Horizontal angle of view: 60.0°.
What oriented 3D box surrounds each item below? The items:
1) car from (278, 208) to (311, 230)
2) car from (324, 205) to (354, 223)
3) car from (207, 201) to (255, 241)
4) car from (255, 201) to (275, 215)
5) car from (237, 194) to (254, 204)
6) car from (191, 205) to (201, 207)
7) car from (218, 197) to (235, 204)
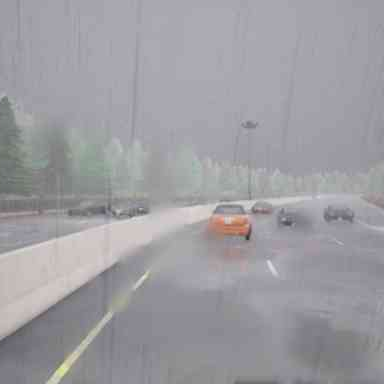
[{"bbox_3d":[6.635,1.671,21.934,1.895,1.301,4.718,0,0,14],"label":"car"},{"bbox_3d":[11.734,1.701,26.866,1.895,1.301,4.718,0,0,18],"label":"car"},{"bbox_3d":[2.070,1.394,17.378,2.097,1.767,4.553,0,0,11],"label":"car"},{"bbox_3d":[7.653,1.664,35.691,1.994,1.385,4.181,0,0,22],"label":"car"},{"bbox_3d":[11.071,1.372,68.610,2.150,2.045,5.566,0,0,25],"label":"car"},{"bbox_3d":[0.839,1.624,38.220,2.033,1.411,5.357,0,0,22],"label":"car"},{"bbox_3d":[7.138,1.748,68.464,1.895,1.301,4.718,0,0,25],"label":"car"}]
